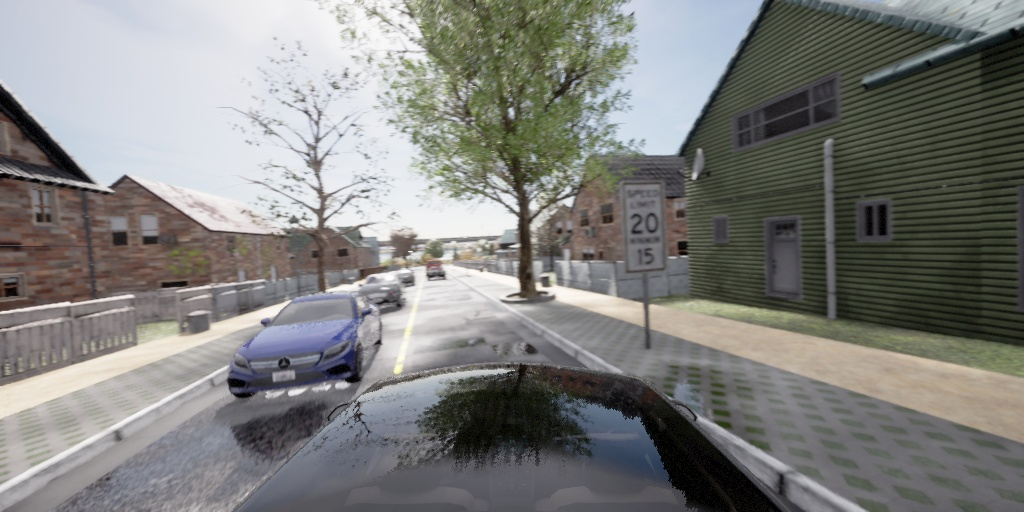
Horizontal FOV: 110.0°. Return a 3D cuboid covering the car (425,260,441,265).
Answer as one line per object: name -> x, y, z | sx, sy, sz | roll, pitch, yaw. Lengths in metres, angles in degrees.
car -> -10.333, 1.525, 47.644 | 2.150, 2.045, 5.566 | -4, 0, -13

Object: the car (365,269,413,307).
car -> -6.122, 1.589, 17.166 | 2.128, 1.511, 4.902 | -4, 0, -13

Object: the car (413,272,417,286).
car -> -9.211, 1.828, 30.509 | 1.994, 1.385, 4.181 | -4, 0, -12

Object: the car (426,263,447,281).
car -> -7.826, 1.756, 37.190 | 1.895, 1.301, 4.718 | -4, 0, -13

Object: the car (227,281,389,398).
car -> -3.855, 1.509, 7.471 | 1.812, 1.442, 4.674 | -4, 0, -13
